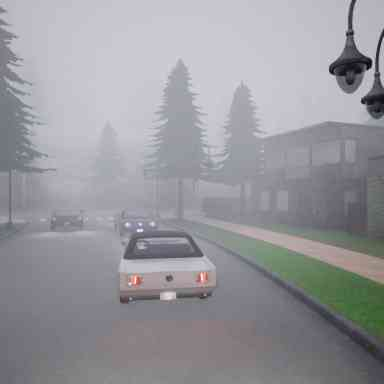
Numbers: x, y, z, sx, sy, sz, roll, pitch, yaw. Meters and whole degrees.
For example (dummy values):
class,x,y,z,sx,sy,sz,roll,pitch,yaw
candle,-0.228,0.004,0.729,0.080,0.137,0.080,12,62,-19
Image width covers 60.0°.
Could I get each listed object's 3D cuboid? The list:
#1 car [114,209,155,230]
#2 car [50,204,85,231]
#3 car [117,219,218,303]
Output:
class,x,y,z,sx,sy,sz,roll,pitch,yaw
car,-3.203,1.601,18.288,1.895,1.301,4.718,0,0,-18
car,-7.803,1.525,21.008,1.812,1.442,4.674,0,0,-18
car,-0.809,1.601,8.239,1.895,1.301,4.718,0,0,-10
